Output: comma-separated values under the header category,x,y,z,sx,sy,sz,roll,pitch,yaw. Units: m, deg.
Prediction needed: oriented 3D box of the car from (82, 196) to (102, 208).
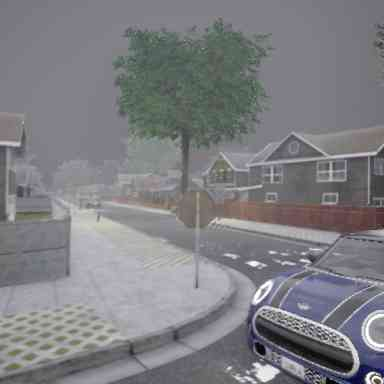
category,x,y,z,sx,sy,sz,roll,pitch,yaw
car,-14.976,1.668,50.652,2.128,1.511,4.902,1,0,-24

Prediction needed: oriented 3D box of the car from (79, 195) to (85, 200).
category,x,y,z,sx,sy,sz,roll,pitch,yaw
car,-26.785,1.727,84.508,1.812,1.442,4.674,1,0,-24

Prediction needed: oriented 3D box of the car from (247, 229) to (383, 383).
category,x,y,z,sx,sy,sz,roll,pitch,yaw
car,2.974,1.408,5.057,4.553,1.767,2.097,1,-1,-35
